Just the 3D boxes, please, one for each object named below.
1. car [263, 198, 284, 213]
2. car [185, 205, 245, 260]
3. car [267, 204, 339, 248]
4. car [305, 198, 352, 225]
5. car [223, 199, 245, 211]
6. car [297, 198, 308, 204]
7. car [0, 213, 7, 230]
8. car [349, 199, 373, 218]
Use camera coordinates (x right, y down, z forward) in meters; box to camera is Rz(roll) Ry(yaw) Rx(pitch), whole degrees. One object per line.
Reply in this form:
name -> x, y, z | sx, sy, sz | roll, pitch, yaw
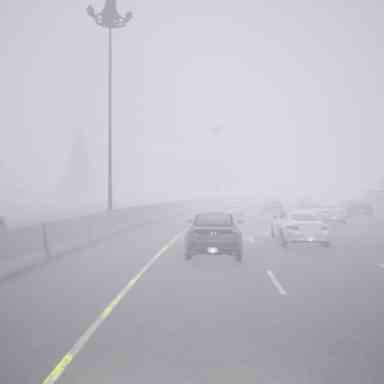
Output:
car -> 8.165, 1.341, 33.510 | 2.128, 1.511, 4.902 | 0, 0, 14
car -> 0.836, 1.444, 12.184 | 1.837, 1.490, 4.892 | 0, 0, 5
car -> 4.581, 1.463, 14.409 | 1.812, 1.442, 4.674 | 0, 0, 6
car -> 9.494, 1.429, 23.451 | 1.812, 1.442, 4.674 | 0, 0, 10
car -> 3.758, 1.380, 30.254 | 1.812, 1.442, 4.674 | 0, 0, 13
car -> 13.691, 1.377, 40.089 | 2.033, 1.411, 5.357 | 0, 0, 18
car -> -9.758, 1.258, 13.468 | 2.097, 1.767, 4.553 | 0, 0, 6
car -> 14.293, 1.364, 29.185 | 1.882, 1.535, 5.008 | 0, 0, 13
